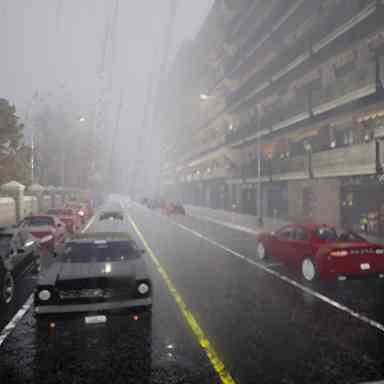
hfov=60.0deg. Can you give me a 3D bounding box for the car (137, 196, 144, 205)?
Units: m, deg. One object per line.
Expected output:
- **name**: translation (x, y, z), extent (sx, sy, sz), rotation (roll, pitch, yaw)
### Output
- **car**: translation (-8.182, 1.606, 58.992), extent (1.947, 1.339, 4.313), rotation (0, 0, -13)

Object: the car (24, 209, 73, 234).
- **car**: translation (-6.053, 1.579, 13.228), extent (1.802, 1.307, 4.206), rotation (0, 0, -13)

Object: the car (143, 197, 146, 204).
- **car**: translation (-5.610, 1.608, 48.029), extent (1.802, 1.307, 4.206), rotation (0, 0, -13)

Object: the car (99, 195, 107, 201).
- **car**: translation (-24.057, 1.655, 89.965), extent (1.887, 1.381, 4.507), rotation (0, 0, -13)

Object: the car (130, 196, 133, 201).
- **car**: translation (-13.364, 1.606, 81.082), extent (1.752, 1.417, 4.829), rotation (0, 0, -13)

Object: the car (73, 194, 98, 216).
- **car**: translation (-9.911, 1.325, 29.669), extent (2.192, 1.841, 5.009), rotation (0, 0, -13)

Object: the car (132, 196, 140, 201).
- **car**: translation (-14.612, 1.675, 86.399), extent (1.802, 1.307, 4.206), rotation (0, 0, -13)

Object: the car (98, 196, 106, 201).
- **car**: translation (-22.771, 1.679, 84.484), extent (1.802, 1.307, 4.206), rotation (0, 0, -13)

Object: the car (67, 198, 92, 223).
- **car**: translation (-8.624, 1.443, 24.187), extent (1.967, 1.590, 4.097), rotation (0, 0, -13)

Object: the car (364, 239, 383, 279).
- **car**: translation (4.678, 1.547, 4.178), extent (2.008, 1.369, 4.403), rotation (0, 0, -13)

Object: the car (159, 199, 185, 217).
- **car**: translation (-1.752, 1.588, 31.583), extent (1.802, 1.307, 4.206), rotation (0, 0, -13)

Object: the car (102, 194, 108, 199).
- **car**: translation (-18.913, 1.377, 68.040), extent (2.192, 1.841, 5.009), rotation (0, 0, -13)

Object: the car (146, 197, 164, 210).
- **car**: translation (-4.324, 1.459, 42.547), extent (1.967, 1.590, 4.097), rotation (0, 0, -13)

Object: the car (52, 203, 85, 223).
- **car**: translation (-7.339, 1.543, 18.708), extent (1.887, 1.381, 4.507), rotation (0, 0, -13)

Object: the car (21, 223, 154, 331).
- **car**: translation (-1.962, 1.599, 7.137), extent (1.895, 1.301, 4.718), rotation (0, 0, -13)

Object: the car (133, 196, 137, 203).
- **car**: translation (-10.754, 1.498, 69.954), extent (1.967, 1.590, 4.097), rotation (0, 0, -13)

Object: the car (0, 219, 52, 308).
- **car**: translation (-4.767, 1.565, 7.747), extent (1.947, 1.339, 4.313), rotation (0, 0, -13)

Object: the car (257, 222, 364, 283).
- **car**: translation (3.392, 1.540, 9.660), extent (1.887, 1.381, 4.507), rotation (0, 0, -13)

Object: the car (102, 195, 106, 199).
- **car**: translation (-16.341, 1.610, 57.077), extent (1.947, 1.339, 4.313), rotation (0, 0, -13)

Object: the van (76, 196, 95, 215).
- **van**: translation (-11.197, 1.357, 35.151), extent (1.690, 1.788, 3.998), rotation (0, 0, -13)

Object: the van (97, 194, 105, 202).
- **van**: translation (-21.485, 1.425, 79.002), extent (1.690, 1.788, 3.998), rotation (0, 0, -13)

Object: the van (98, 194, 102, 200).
- **van**: translation (-13.769, 1.371, 46.114), extent (1.690, 1.788, 3.998), rotation (0, 0, -13)

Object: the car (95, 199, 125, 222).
- **car**: translation (-6.526, 1.551, 27.018), extent (2.033, 1.411, 5.357), rotation (0, 0, -13)
